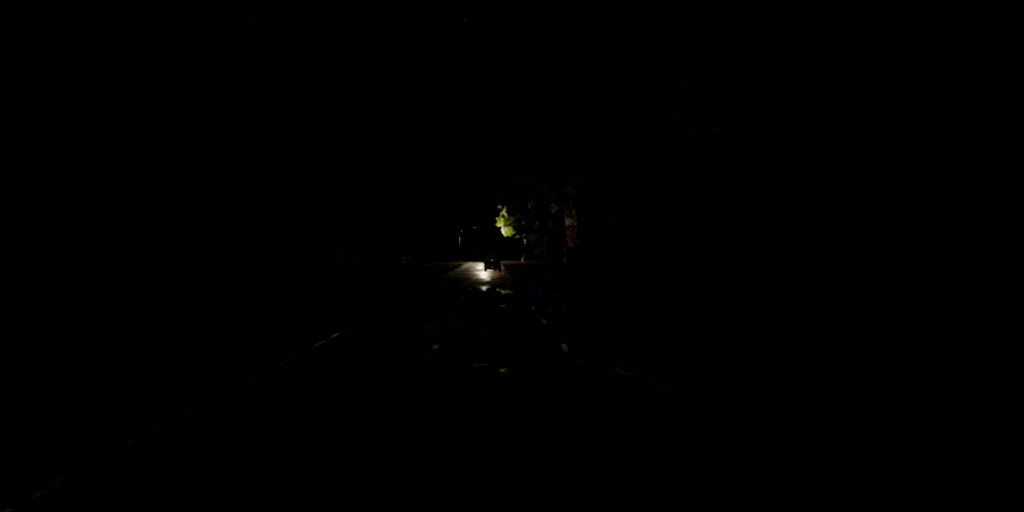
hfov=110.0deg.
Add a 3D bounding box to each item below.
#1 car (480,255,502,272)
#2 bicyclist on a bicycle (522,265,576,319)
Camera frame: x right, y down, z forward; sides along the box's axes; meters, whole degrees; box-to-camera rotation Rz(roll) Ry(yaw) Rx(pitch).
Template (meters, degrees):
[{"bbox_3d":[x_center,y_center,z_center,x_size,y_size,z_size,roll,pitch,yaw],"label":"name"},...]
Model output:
[{"bbox_3d":[-2.200,0.931,40.099,2.128,1.511,4.902,-1,0,-3],"label":"car"},{"bbox_3d":[1.112,1.102,10.894,1.656,1.620,0.582,-1,0,-4],"label":"bicyclist on a bicycle"}]
